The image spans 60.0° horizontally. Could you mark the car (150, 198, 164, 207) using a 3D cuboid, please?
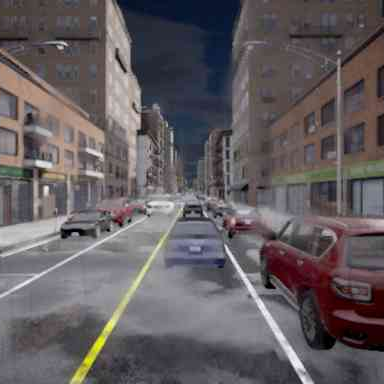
[{"bbox_3d":[-5.398,1.644,51.637,1.802,1.307,4.206,0,0,0],"label":"car"}]

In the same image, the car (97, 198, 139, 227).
[{"bbox_3d":[-5.392,1.344,23.228,2.192,1.841,5.009,0,0,0],"label":"car"}]

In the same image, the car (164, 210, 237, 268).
[{"bbox_3d":[0.093,1.562,11.325,2.033,1.411,5.357,0,0,0],"label":"car"}]

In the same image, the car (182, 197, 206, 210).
[{"bbox_3d":[0.091,1.544,31.406,1.837,1.490,4.892,0,0,0],"label":"car"}]

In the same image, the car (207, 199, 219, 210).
[{"bbox_3d":[2.632,1.586,28.915,2.008,1.369,4.403,0,0,0],"label":"car"}]

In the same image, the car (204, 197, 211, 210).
[{"bbox_3d":[2.630,1.615,40.278,1.947,1.339,4.313,0,0,0],"label":"car"}]

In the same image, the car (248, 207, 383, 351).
[{"bbox_3d":[2.637,1.323,6.191,2.192,1.841,5.009,0,0,0],"label":"car"}]

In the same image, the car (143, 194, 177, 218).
[{"bbox_3d":[-2.855,1.263,30.874,2.150,2.045,5.566,0,0,0],"label":"car"}]

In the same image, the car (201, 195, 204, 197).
[{"bbox_3d":[2.627,1.588,51.810,1.752,1.417,4.829,0,0,0],"label":"car"}]

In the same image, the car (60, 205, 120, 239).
[{"bbox_3d":[-5.390,1.588,17.546,1.947,1.339,4.313,0,0,0],"label":"car"}]

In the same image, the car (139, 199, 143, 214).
[{"bbox_3d":[-5.394,1.483,34.592,1.967,1.590,4.097,0,0,0],"label":"car"}]

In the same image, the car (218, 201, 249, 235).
[{"bbox_3d":[2.635,1.462,17.553,1.967,1.590,4.097,0,0,0],"label":"car"}]

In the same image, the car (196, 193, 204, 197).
[{"bbox_3d":[2.621,1.649,89.603,2.008,1.369,4.403,0,0,0],"label":"car"}]

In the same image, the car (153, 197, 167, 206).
[{"bbox_3d":[-5.399,1.619,57.318,2.008,1.369,4.403,0,0,0],"label":"car"}]
